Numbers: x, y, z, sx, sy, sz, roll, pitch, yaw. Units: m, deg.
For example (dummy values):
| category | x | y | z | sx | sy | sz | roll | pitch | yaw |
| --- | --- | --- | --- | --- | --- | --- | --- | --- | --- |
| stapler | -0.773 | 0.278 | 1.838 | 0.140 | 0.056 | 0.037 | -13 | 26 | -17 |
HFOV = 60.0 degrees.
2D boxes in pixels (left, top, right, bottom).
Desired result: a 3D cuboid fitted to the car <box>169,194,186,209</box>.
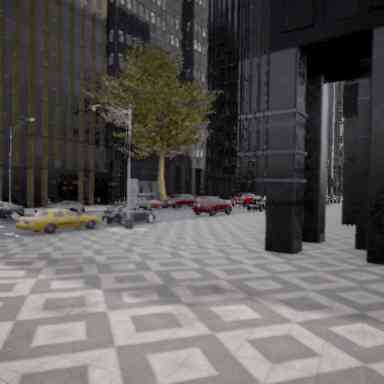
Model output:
| category | x | y | z | sx | sy | sz | roll | pitch | yaw |
| --- | --- | --- | --- | --- | --- | --- | --- | --- | --- |
| car | -1.687 | 1.183 | 42.156 | 2.192 | 1.841 | 5.009 | 2 | 1 | 36 |

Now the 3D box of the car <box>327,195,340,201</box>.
| category | x | y | z | sx | sy | sz | roll | pitch | yaw |
| --- | --- | --- | --- | --- | --- | --- | --- | --- | --- |
| car | 35.986 | 1.458 | 84.515 | 2.128 | 1.511 | 4.902 | 2 | 1 | 36 |

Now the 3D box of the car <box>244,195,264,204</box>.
| category | x | y | z | sx | sy | sz | roll | pitch | yaw |
| --- | --- | --- | --- | --- | --- | --- | --- | --- | --- |
| car | 11.215 | 1.342 | 60.039 | 1.967 | 1.590 | 4.097 | 1 | 1 | 36 |

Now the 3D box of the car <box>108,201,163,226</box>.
| category | x | y | z | sx | sy | sz | roll | pitch | yaw |
| --- | --- | --- | --- | --- | --- | --- | --- | --- | --- |
| car | -4.453 | 1.588 | 23.766 | 2.008 | 1.369 | 4.403 | 2 | 1 | 36 |

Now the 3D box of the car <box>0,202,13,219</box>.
| category | x | y | z | sx | sy | sz | roll | pitch | yaw |
| --- | --- | --- | --- | --- | --- | --- | --- | --- | --- |
| car | -14.595 | 1.389 | 24.276 | 2.008 | 1.369 | 4.403 | 2 | 1 | 36 |

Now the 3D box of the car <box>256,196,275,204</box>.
| category | x | y | z | sx | sy | sz | roll | pitch | yaw |
| --- | --- | --- | --- | --- | --- | --- | --- | --- | --- |
| car | 14.341 | 1.435 | 64.373 | 1.752 | 1.417 | 4.829 | 1 | 1 | 36 |

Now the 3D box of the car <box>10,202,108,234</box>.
| category | x | y | z | sx | sy | sz | roll | pitch | yaw |
| --- | --- | --- | --- | --- | --- | --- | --- | --- | --- |
| car | -7.579 | 1.556 | 19.433 | 1.752 | 1.417 | 4.829 | 2 | 1 | 36 |

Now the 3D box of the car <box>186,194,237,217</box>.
| category | x | y | z | sx | sy | sz | roll | pitch | yaw |
| --- | --- | --- | --- | --- | --- | --- | --- | --- | --- |
| car | 2.003 | 1.367 | 32.704 | 2.192 | 1.841 | 5.009 | 1 | 1 | 36 |

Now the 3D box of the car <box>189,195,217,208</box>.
| category | x | y | z | sx | sy | sz | roll | pitch | yaw |
| --- | --- | --- | --- | --- | --- | --- | --- | --- | --- |
| car | 1.537 | 1.316 | 46.627 | 1.967 | 1.590 | 4.097 | 1 | 1 | 36 |

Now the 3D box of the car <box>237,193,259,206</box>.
| category | x | y | z | sx | sy | sz | roll | pitch | yaw |
| --- | --- | --- | --- | --- | --- | --- | --- | --- | --- |
| car | 7.839 | 1.172 | 50.642 | 2.150 | 2.045 | 5.566 | 2 | 1 | 36 |

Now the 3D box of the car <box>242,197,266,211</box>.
| category | x | y | z | sx | sy | sz | roll | pitch | yaw |
| --- | --- | --- | --- | --- | --- | --- | --- | --- | --- |
| car | 8.450 | 1.634 | 41.647 | 1.947 | 1.339 | 4.313 | 1 | 1 | 36 |

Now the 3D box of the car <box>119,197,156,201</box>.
| category | x | y | z | sx | sy | sz | roll | pitch | yaw |
| --- | --- | --- | --- | --- | --- | --- | --- | --- | --- |
| car | -6.036 | 1.264 | 31.573 | 2.097 | 1.767 | 4.553 | 2 | 1 | 36 |

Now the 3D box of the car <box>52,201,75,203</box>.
| category | x | y | z | sx | sy | sz | roll | pitch | yaw |
| --- | --- | --- | --- | --- | --- | --- | --- | --- | --- |
| car | -11.370 | 1.411 | 28.747 | 1.947 | 1.339 | 4.313 | 2 | 1 | 36 |

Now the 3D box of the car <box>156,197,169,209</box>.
| category | x | y | z | sx | sy | sz | roll | pitch | yaw |
| --- | --- | --- | --- | --- | --- | --- | --- | --- | --- |
| car | -4.918 | 1.442 | 37.688 | 1.802 | 1.307 | 4.206 | 2 | 1 | 36 |

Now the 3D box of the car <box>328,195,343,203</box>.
| category | x | y | z | sx | sy | sz | roll | pitch | yaw |
| --- | --- | --- | --- | --- | --- | --- | --- | --- | --- |
| car | 31.031 | 1.695 | 72.939 | 1.947 | 1.339 | 4.313 | 1 | 1 | 36 |
